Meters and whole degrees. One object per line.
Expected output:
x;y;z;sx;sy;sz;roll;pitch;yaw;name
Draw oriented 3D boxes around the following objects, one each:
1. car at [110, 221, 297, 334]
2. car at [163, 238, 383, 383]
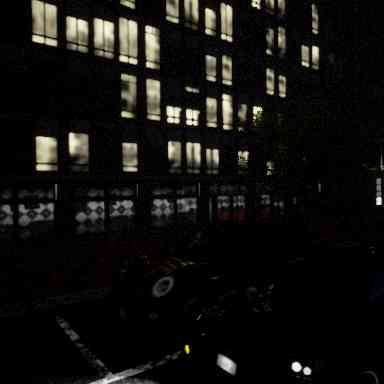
0.507;1.376;6.463;4.097;1.590;1.967;-1;1;-35;car
1.962;1.499;4.471;4.181;1.385;1.994;-1;1;-36;car
